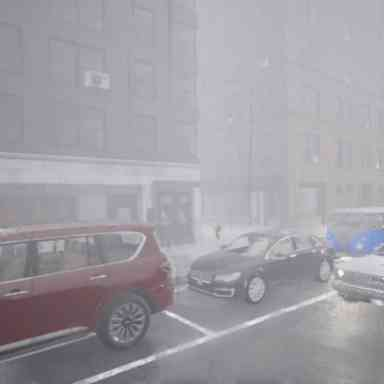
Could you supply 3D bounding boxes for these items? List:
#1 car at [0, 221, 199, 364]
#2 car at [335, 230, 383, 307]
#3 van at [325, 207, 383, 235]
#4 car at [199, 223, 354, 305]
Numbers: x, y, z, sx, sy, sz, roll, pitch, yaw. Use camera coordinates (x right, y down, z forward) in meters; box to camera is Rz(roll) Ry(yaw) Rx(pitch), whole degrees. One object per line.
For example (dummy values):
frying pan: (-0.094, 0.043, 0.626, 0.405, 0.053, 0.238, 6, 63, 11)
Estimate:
car: (-2.592, 1.427, 4.820, 5.009, 1.841, 2.192, 0, -1, -38)
car: (5.047, 1.650, 7.260, 4.718, 1.301, 1.895, 0, -1, -38)
van: (6.356, 1.441, 11.779, 3.998, 1.788, 1.690, 0, -1, -38)
car: (1.885, 1.657, 8.296, 4.403, 1.369, 2.008, 0, -1, -38)
